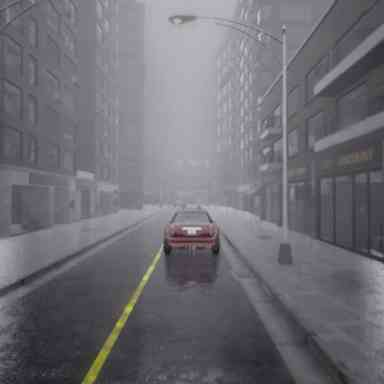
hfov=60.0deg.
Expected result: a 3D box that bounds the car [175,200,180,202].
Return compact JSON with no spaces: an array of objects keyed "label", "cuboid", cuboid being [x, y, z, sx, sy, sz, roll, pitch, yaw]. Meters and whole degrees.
[{"label":"car","cuboid":[-2.515,2.180,64.758,2.033,1.411,5.357,0,-1,0]}]

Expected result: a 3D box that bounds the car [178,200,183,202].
[{"label":"car","cuboid":[-0.002,1.782,29.302,2.128,1.511,4.902,0,0,0]}]

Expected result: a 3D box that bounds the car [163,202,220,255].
[{"label":"car","cuboid":[-0.001,1.489,14.083,2.097,1.767,4.553,0,-1,0]}]
